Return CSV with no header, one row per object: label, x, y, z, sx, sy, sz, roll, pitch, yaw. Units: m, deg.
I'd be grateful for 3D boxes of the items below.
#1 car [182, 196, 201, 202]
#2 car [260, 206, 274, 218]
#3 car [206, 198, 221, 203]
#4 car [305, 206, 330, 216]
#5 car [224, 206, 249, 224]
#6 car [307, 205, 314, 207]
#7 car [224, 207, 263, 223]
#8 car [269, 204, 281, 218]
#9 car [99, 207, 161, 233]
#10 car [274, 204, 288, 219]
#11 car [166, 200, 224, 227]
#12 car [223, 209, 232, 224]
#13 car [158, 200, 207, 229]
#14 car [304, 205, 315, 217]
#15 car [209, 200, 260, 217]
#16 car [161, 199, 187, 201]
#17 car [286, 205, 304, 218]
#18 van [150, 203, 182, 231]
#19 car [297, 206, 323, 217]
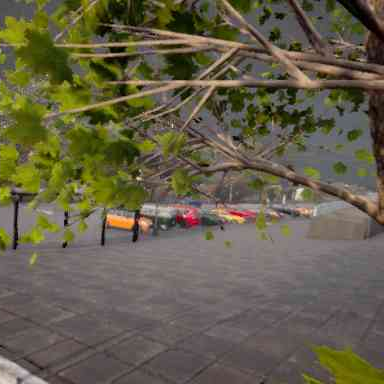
car,-0.499,1.681,58.196,2.150,2.045,5.566,6,2,36
car,8.753,3.128,47.411,4.892,1.521,2.231,7,3,16
car,4.826,2.009,70.627,1.882,1.535,5.008,6,2,36
car,27.991,4.227,74.215,5.008,1.535,2.097,7,2,16
car,3.669,2.884,40.063,5.366,1.575,1.946,7,2,16
car,20.820,3.772,64.513,5.366,1.575,1.946,7,2,16
car,7.024,3.070,44.980,4.792,1.488,2.163,7,2,16
car,10.542,3.093,49.835,4.553,1.767,2.185,7,2,16
car,-5.399,2.302,27.980,4.553,1.767,2.185,7,2,16
car,12.234,3.176,52.295,4.553,1.767,2.185,7,2,16
car,0.020,2.447,35.231,5.566,2.045,2.435,6,2,16
car,1.724,2.820,37.684,4.674,1.452,2.002,7,2,16
car,-1.809,2.354,32.807,5.566,2.045,2.435,7,3,16
car,19.429,3.711,61.984,5.366,1.575,1.946,7,2,16
car,5.298,2.705,42.532,5.566,2.045,2.435,6,2,16
car,-1.752,2.208,41.464,2.097,1.767,4.553,6,2,36
car,15.806,3.247,57.150,5.566,2.045,2.435,7,2,16
van,-3.674,2.282,30.410,4.442,1.987,1.878,7,3,16
car,24.466,4.036,69.343,4.792,1.488,2.163,7,2,16
